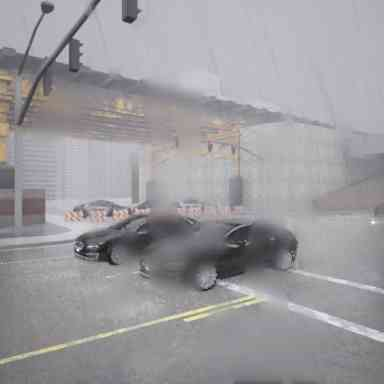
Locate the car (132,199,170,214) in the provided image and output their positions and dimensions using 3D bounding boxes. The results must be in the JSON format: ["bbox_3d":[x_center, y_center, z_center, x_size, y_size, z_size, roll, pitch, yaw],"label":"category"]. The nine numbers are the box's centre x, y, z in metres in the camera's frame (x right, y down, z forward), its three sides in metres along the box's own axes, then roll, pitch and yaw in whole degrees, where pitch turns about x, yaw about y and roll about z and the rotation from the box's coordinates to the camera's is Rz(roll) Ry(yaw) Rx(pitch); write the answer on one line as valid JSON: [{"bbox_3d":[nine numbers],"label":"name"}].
[{"bbox_3d":[-3.784,1.295,31.535,1.853,1.218,4.536,0,0,18],"label":"car"}]

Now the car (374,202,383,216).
[{"bbox_3d":[19.020,1.478,31.348,5.008,1.535,1.882,0,0,-37],"label":"car"}]

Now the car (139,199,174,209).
[{"bbox_3d":[-3.800,1.453,31.485,2.038,1.542,4.974,0,0,18],"label":"car"}]

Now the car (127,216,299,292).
[{"bbox_3d":[0.937,1.506,9.057,4.892,1.490,1.837,0,1,-38],"label":"car"}]

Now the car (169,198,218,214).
[{"bbox_3d":[0.108,1.453,35.247,4.974,1.542,2.038,0,0,-7],"label":"car"}]

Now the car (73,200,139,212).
[{"bbox_3d":[-7.544,1.453,28.798,4.974,1.542,2.038,0,0,8],"label":"car"}]

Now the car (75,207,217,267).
[{"bbox_3d":[-1.527,1.504,11.578,4.892,1.490,1.837,0,1,-37],"label":"car"}]

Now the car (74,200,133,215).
[{"bbox_3d":[-7.595,1.295,28.805,4.536,1.218,1.853,0,0,8],"label":"car"}]

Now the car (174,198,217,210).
[{"bbox_3d":[0.056,1.295,35.241,4.536,1.218,1.853,0,0,-7],"label":"car"}]
